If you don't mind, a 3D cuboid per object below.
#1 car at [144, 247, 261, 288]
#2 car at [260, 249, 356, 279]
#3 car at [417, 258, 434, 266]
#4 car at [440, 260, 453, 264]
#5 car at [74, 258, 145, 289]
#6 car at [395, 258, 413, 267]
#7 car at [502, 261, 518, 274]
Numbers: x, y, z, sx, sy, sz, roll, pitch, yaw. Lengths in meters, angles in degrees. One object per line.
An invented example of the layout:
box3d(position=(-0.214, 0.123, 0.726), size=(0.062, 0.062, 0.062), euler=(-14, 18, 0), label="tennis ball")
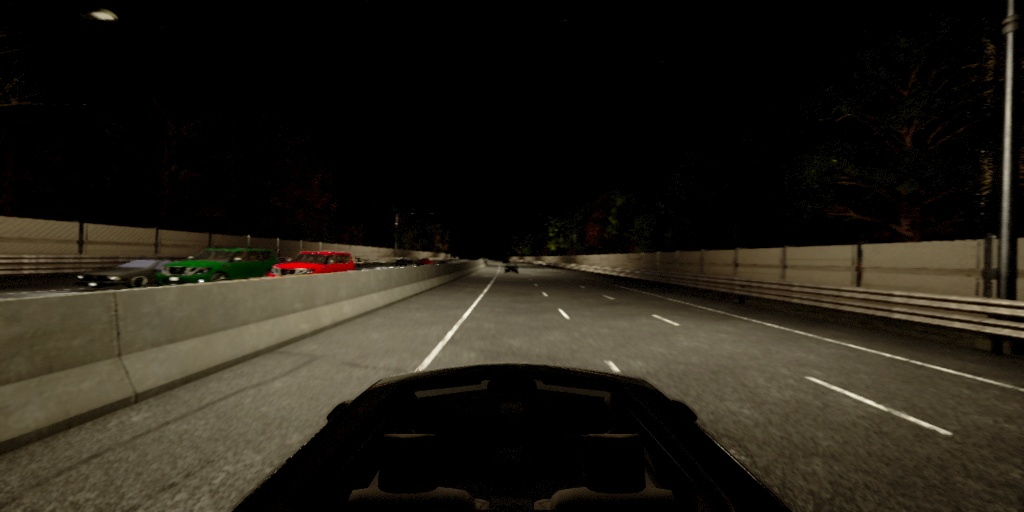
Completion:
box3d(position=(-13.886, 0.607, 17.512), size=(2.150, 2.045, 5.566), euler=(2, 0, 0), label="car")
box3d(position=(-10.383, 0.741, 19.251), size=(2.150, 2.045, 5.566), euler=(2, -1, 0), label="car")
box3d(position=(-14.407, 1.138, 59.833), size=(1.882, 1.535, 5.008), euler=(2, 0, -1), label="car")
box3d(position=(-10.914, 1.344, 59.963), size=(1.994, 1.385, 4.181), euler=(2, 0, -1), label="car")
box3d(position=(-17.395, 0.813, 17.548), size=(2.033, 1.411, 5.357), euler=(2, 0, 0), label="car")
box3d(position=(-17.899, 1.038, 59.732), size=(2.128, 1.511, 4.902), euler=(2, 0, -1), label="car")
box3d(position=(-0.109, 1.685, 49.057), size=(1.895, 1.301, 4.718), euler=(2, 0, -1), label="car")
